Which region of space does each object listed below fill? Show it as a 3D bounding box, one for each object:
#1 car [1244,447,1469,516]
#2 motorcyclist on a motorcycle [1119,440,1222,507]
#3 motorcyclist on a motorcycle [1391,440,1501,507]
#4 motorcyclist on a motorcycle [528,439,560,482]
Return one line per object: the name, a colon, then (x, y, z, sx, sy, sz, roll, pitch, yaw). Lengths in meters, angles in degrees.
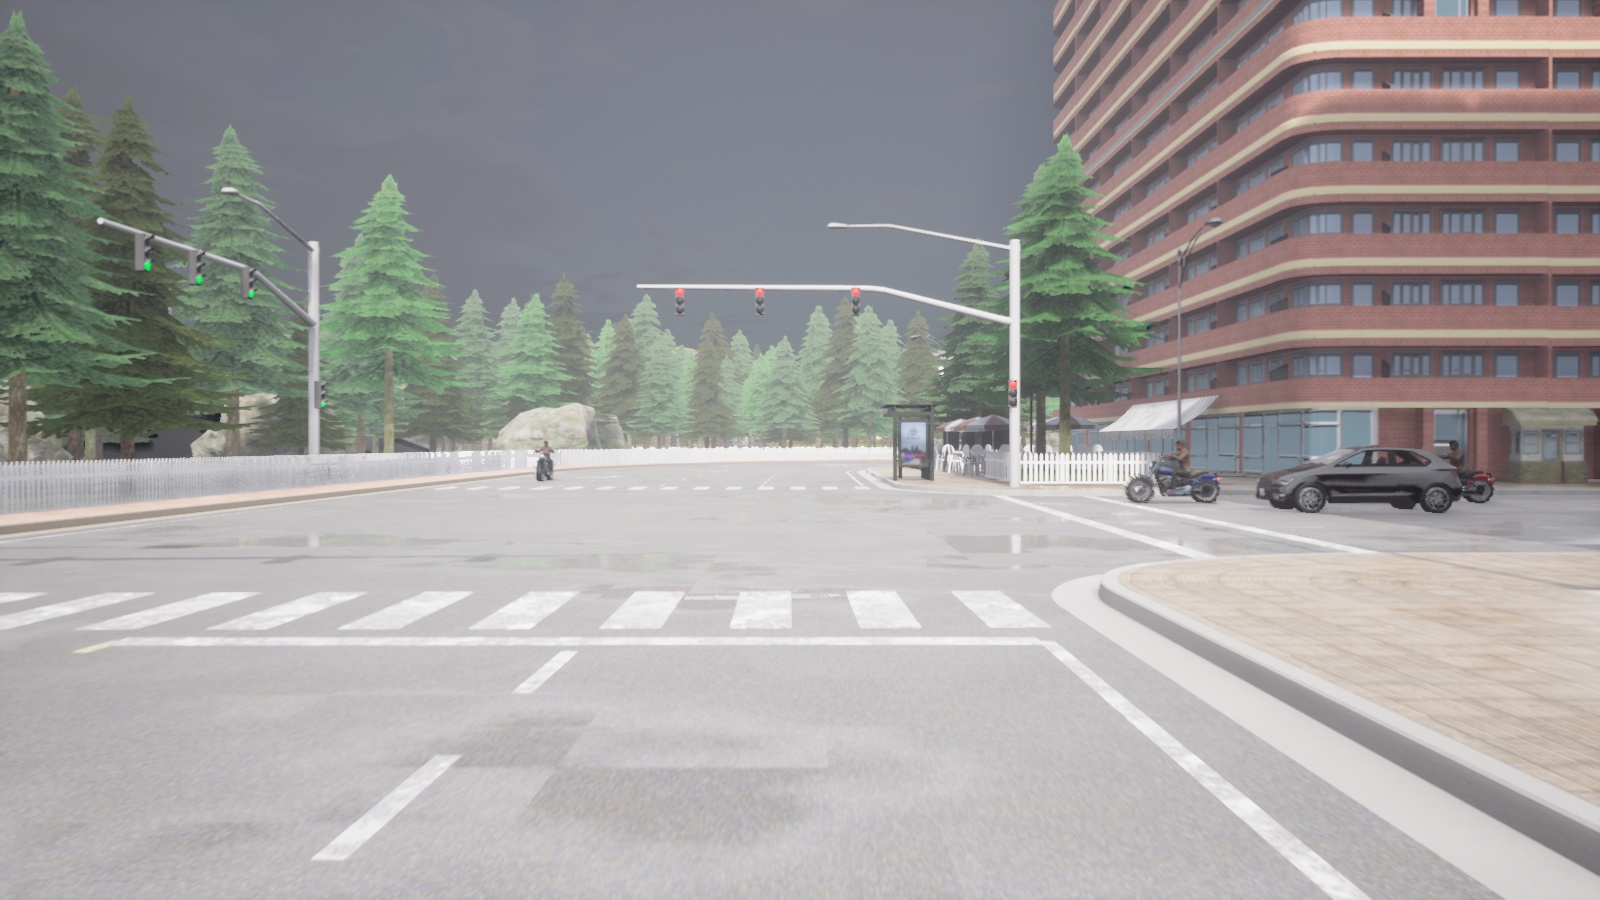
car: (12.325, 0.668, 27.997, 4.193, 1.474, 1.816, 0, 0, 0)
motorcyclist on a motorcycle: (9.299, 0.582, 31.593, 2.350, 1.649, 0.766, 0, 0, 3)
motorcyclist on a motorcycle: (16.174, 0.589, 31.464, 2.350, 1.649, 0.766, 0, 0, 0)
motorcyclist on a motorcycle: (-10.035, 0.409, 49.267, 0.766, 1.649, 2.350, 0, 0, 1)
